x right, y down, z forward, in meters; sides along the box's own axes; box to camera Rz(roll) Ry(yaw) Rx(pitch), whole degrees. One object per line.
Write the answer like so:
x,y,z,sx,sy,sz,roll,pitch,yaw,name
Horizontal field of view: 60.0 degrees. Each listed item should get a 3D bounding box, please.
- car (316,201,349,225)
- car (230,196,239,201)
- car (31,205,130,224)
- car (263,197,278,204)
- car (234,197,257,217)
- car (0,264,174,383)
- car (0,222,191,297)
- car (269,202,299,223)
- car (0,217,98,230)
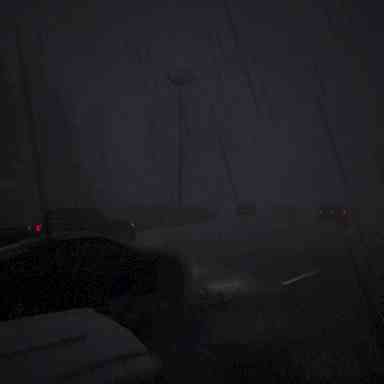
10.586,1.485,25.311,2.097,1.767,4.553,0,0,20,car
11.704,1.832,89.750,1.895,1.301,4.718,0,0,-10,car
-4.613,1.396,14.055,4.553,1.767,2.097,0,0,-43,car
16.454,1.855,69.502,1.812,1.442,4.674,0,0,-10,car
5.500,1.629,33.543,1.882,1.535,5.008,1,0,10,car
-2.477,1.603,2.146,4.718,1.301,1.895,0,0,-36,car
-2.182,1.547,6.819,4.674,1.442,1.812,0,0,-39,car
7.519,1.730,26.558,1.895,1.301,4.718,0,0,18,car
-5.036,1.586,9.039,4.181,1.385,1.994,0,0,-38,car
